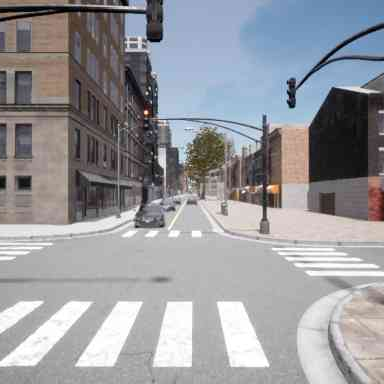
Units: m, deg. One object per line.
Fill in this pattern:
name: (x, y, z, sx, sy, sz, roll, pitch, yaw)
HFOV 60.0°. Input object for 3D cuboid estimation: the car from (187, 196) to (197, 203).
car: (0.021, 1.542, 69.244, 1.994, 1.385, 4.181, 0, 0, 0)

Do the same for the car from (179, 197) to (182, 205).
car: (-2.831, 1.524, 58.924, 2.033, 1.411, 5.357, 0, 0, 1)

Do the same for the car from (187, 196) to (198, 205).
car: (0.028, 1.524, 58.962, 2.033, 1.411, 5.357, 0, 0, 1)

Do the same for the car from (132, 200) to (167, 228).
car: (-2.758, 1.494, 22.042, 1.837, 1.490, 4.892, 0, 0, -4)

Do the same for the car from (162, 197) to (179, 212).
car: (-2.894, 1.505, 39.132, 1.812, 1.442, 4.674, 0, 0, 0)
